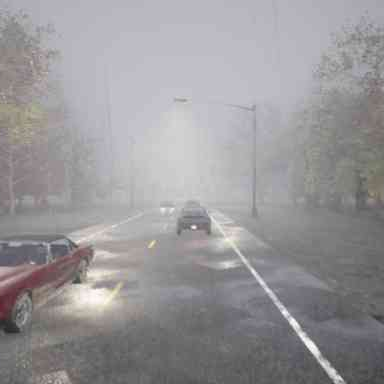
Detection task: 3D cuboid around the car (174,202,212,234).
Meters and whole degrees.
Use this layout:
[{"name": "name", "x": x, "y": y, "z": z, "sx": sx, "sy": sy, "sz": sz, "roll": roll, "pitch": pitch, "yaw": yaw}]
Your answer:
[{"name": "car", "x": 0.102, "y": 1.553, "z": 19.620, "sx": 1.837, "sy": 1.490, "sz": 4.892, "roll": 0, "pitch": 0, "yaw": 0}]

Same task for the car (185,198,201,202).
[{"name": "car", "x": 0.103, "y": 1.610, "z": 43.217, "sx": 1.837, "sy": 1.490, "sz": 4.892, "roll": 0, "pitch": 0, "yaw": 0}]

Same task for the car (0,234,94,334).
[{"name": "car", "x": -3.600, "y": 1.618, "z": 6.878, "sx": 1.895, "sy": 1.301, "sz": 4.718, "roll": 0, "pitch": 0, "yaw": 0}]

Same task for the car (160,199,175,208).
[{"name": "car", "x": -3.542, "y": 1.682, "z": 49.478, "sx": 1.994, "sy": 1.385, "sz": 4.181, "roll": 0, "pitch": 0, "yaw": 1}]
